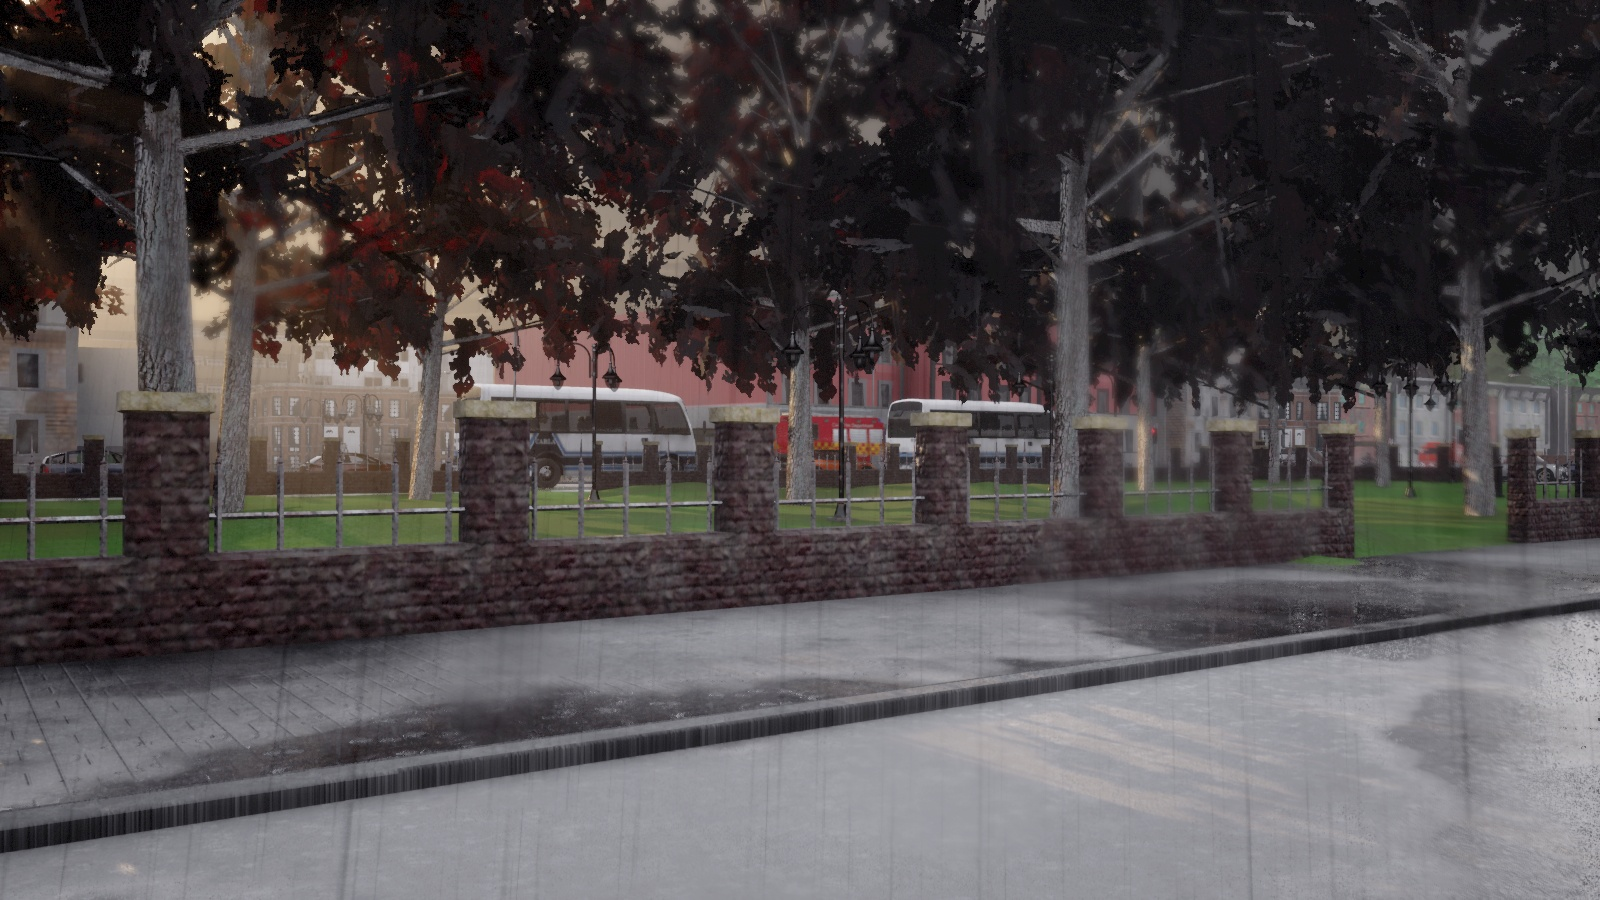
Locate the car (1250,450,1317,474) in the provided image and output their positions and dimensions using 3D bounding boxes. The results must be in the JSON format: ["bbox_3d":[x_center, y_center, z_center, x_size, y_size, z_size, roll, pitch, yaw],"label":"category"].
[{"bbox_3d":[33.981,0.819,88.247,4.856,1.649,2.033,0,0,-35],"label":"car"}]

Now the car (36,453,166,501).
[{"bbox_3d":[-23.848,0.879,42.861,3.705,1.549,1.789,0,0,-35],"label":"car"}]

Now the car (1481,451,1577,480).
[{"bbox_3d":[37.564,0.789,64.729,1.970,1.475,3.806,0,0,-37],"label":"car"}]

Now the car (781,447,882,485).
[{"bbox_3d":[1.542,0.748,60.656,4.553,1.767,2.097,0,0,-35],"label":"car"}]

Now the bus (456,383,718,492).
[{"bbox_3d":[-8.897,-0.482,53.337,10.273,4.253,3.944,0,0,-35],"label":"bus"}]

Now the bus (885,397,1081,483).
[{"bbox_3d":[9.780,-0.490,66.470,10.273,4.253,3.944,0,0,-34],"label":"bus"}]

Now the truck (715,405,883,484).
[{"bbox_3d":[0.019,-0.262,64.470,8.468,3.827,2.891,0,0,-35],"label":"truck"}]

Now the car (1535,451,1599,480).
[{"bbox_3d":[41.646,0.818,65.962,2.163,1.488,4.792,0,0,-35],"label":"car"}]

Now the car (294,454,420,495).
[{"bbox_3d":[-16.821,0.911,47.789,4.193,1.474,1.816,0,0,-35],"label":"car"}]
